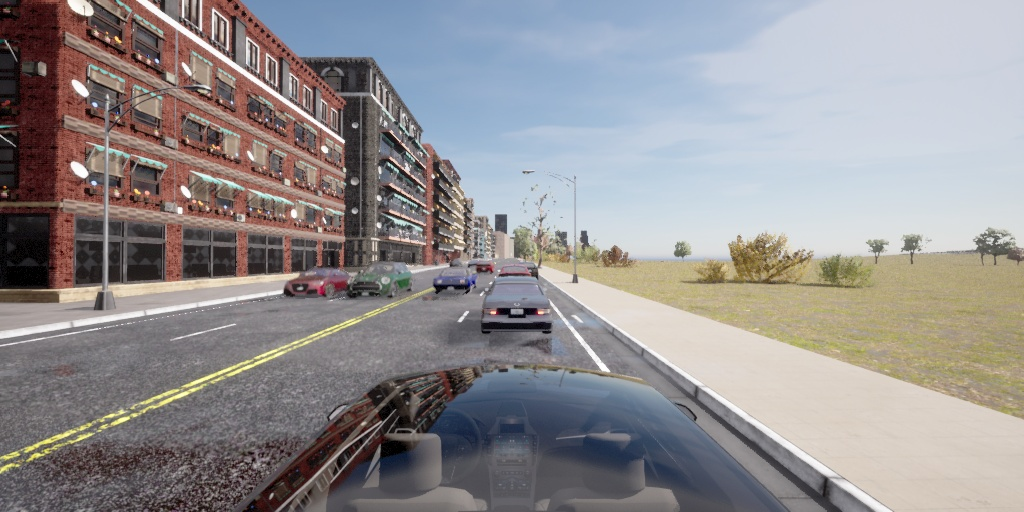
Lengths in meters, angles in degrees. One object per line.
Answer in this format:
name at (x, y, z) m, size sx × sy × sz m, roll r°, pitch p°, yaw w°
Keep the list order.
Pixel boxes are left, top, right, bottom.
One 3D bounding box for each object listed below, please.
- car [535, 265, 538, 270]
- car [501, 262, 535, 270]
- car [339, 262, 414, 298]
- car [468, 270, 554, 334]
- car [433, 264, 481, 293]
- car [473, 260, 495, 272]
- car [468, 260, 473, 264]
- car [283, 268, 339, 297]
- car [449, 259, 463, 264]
car at (1.210, 1.232, 30.573) m, size 1.882 × 1.535 × 5.008 m, roll 0°, pitch 0°, yaw 0°
car at (0.151, 1.231, 21.136) m, size 1.882 × 1.535 × 5.008 m, roll 0°, pitch 0°, yaw 0°
car at (-6.560, 1.104, 18.279) m, size 2.097 × 1.767 × 4.553 m, roll 0°, pitch 0°, yaw 0°
car at (0.121, 1.299, 10.596) m, size 2.033 × 1.411 × 5.357 m, roll 0°, pitch 0°, yaw 0°
car at (-3.104, 1.354, 20.564) m, size 1.895 × 1.301 × 4.718 m, roll 0°, pitch 0°, yaw 0°
car at (-3.047, 1.231, 41.460) m, size 1.882 × 1.535 × 5.008 m, roll 0°, pitch 0°, yaw 0°
car at (-6.422, 1.299, 61.078) m, size 2.033 × 1.411 × 5.357 m, roll 0°, pitch 0°, yaw 0°
car at (-9.809, 1.316, 18.587) m, size 1.994 × 1.385 × 4.181 m, roll 0°, pitch 0°, yaw 0°
car at (-9.664, 1.258, 61.819) m, size 1.837 × 1.490 × 4.892 m, roll 0°, pitch -1°, yaw 1°
